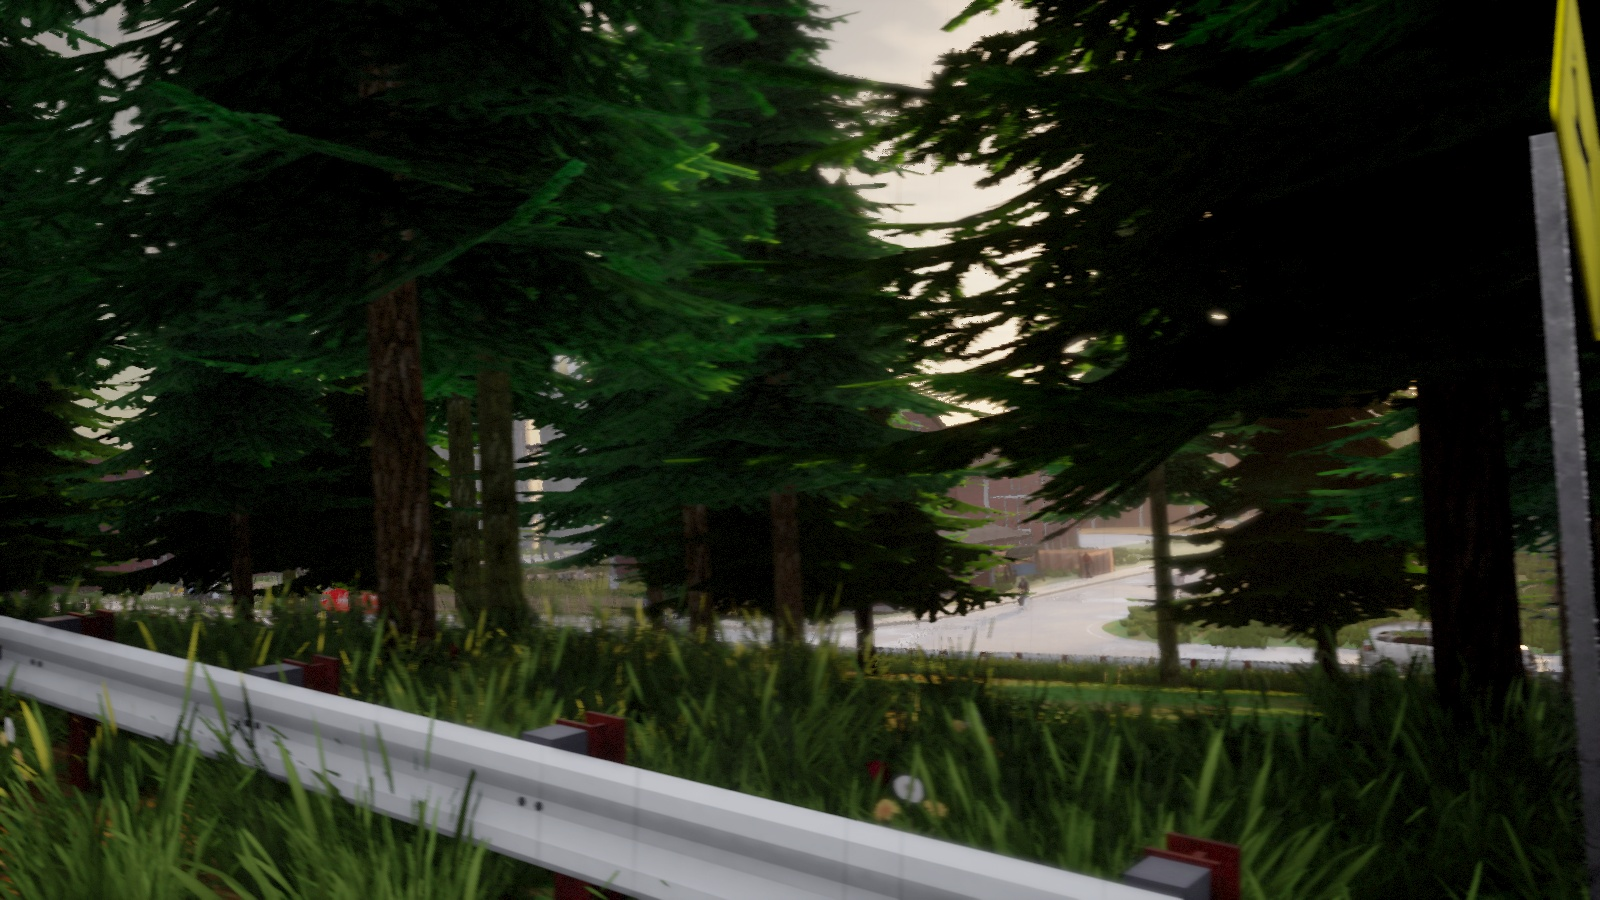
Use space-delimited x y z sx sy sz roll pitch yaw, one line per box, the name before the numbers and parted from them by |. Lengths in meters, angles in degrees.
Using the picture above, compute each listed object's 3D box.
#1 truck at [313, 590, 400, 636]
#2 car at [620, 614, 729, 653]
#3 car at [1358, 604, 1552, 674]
truck | -27.649 10.128 78.212 5.204 2.467 2.627 -6 -2 38
car | -5.693 8.219 56.483 4.892 1.490 1.837 -6 -2 38
car | 19.191 5.497 36.880 4.611 1.667 2.242 -6 -2 38
